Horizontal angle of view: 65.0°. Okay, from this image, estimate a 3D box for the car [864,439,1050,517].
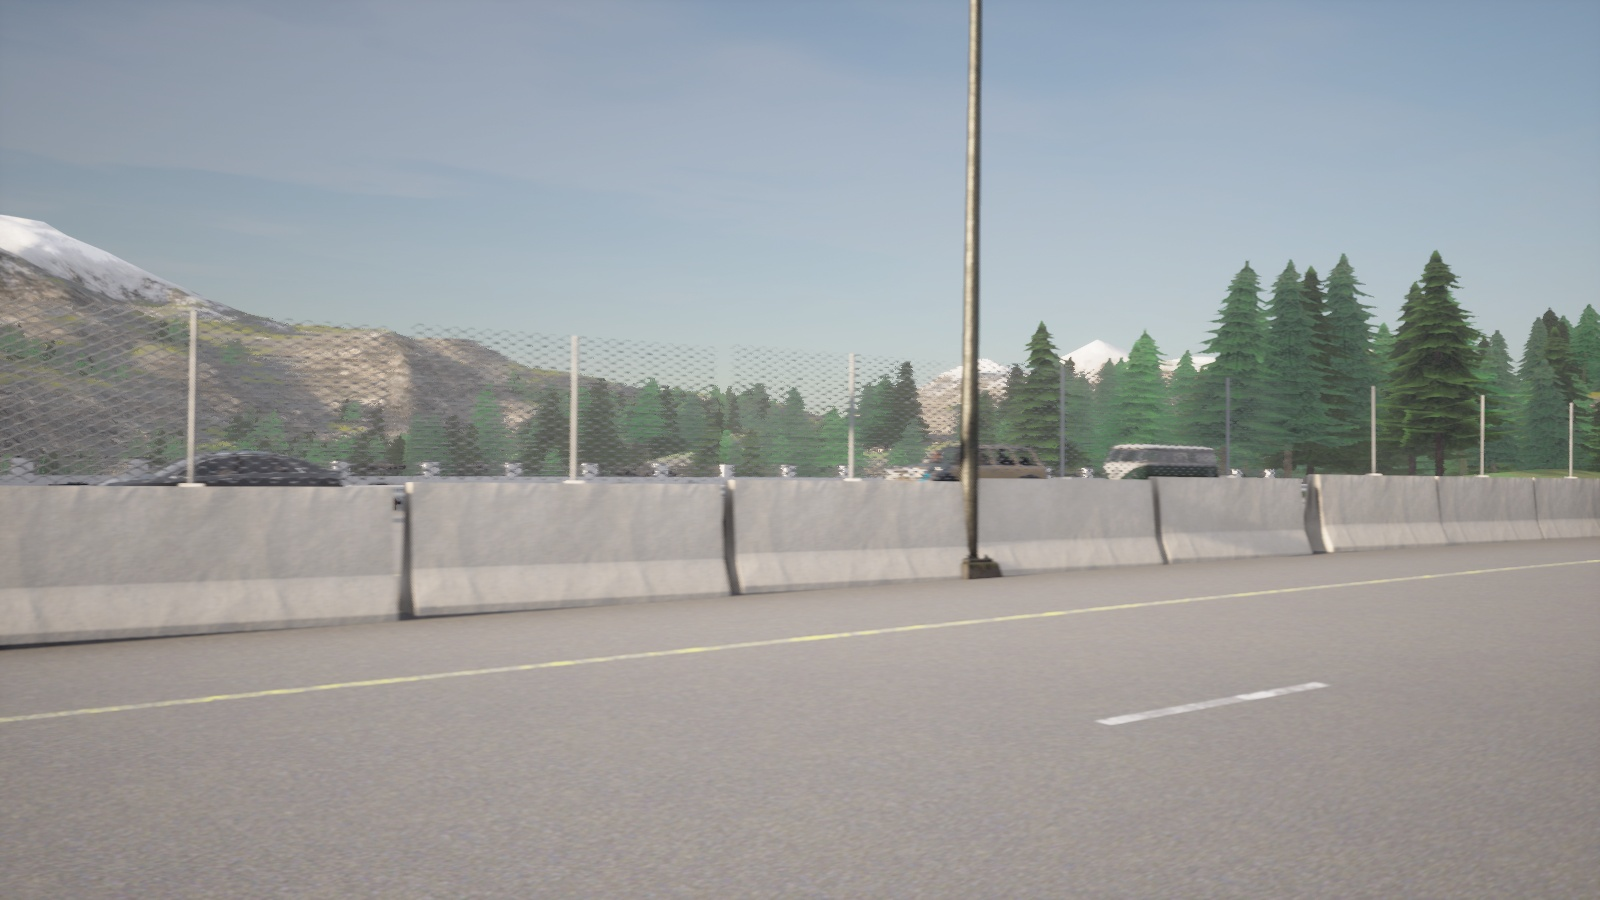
[{"bbox_3d":[4.056,0.678,32.058,4.605,1.855,1.932,0,0,-35],"label":"car"}]

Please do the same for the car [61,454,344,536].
[{"bbox_3d":[-11.919,0.837,25.213,4.892,1.490,1.837,0,0,-35],"label":"car"}]

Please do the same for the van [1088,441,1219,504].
[{"bbox_3d":[11.766,0.752,41.698,4.442,1.987,1.775,1,-1,-35],"label":"van"}]
